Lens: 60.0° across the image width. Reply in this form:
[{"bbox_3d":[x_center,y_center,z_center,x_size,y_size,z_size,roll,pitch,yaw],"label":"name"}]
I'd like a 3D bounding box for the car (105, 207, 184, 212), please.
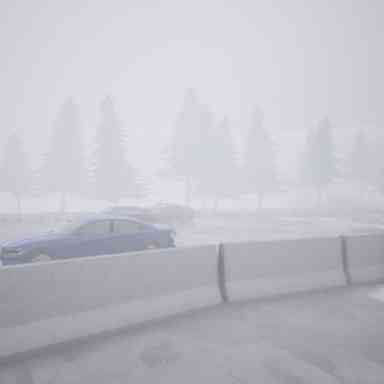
[{"bbox_3d":[-2.772,1.547,14.260,4.181,1.385,1.994,0,0,-30],"label":"car"}]

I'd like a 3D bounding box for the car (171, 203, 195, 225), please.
[{"bbox_3d":[-2.136,1.484,22.600,4.902,1.511,2.128,0,0,-27],"label":"car"}]

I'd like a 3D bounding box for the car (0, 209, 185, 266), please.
[{"bbox_3d":[-2.944,1.457,10.106,5.008,1.535,1.882,0,0,-31],"label":"car"}]

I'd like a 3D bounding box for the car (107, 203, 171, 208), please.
[{"bbox_3d":[-3.948,1.453,17.620,5.008,1.535,1.882,0,0,-30],"label":"car"}]
